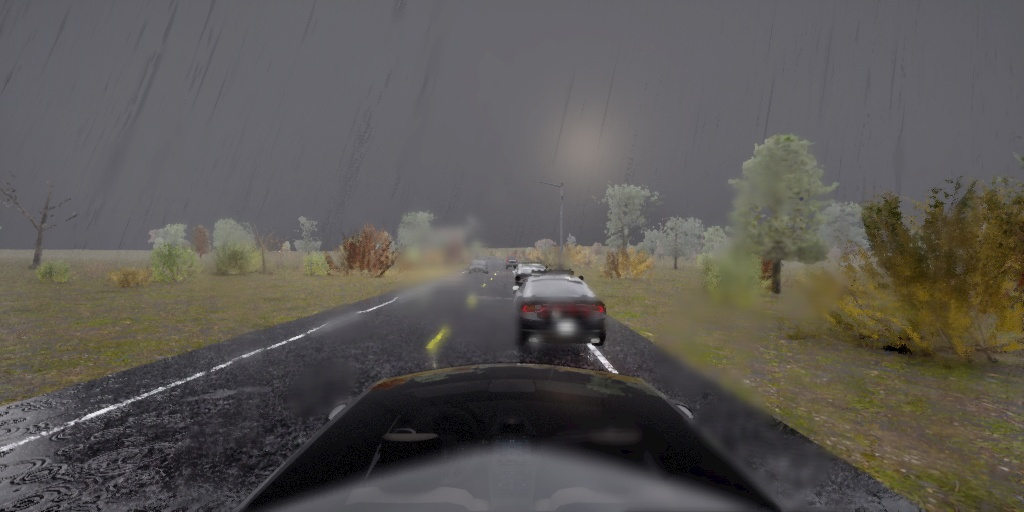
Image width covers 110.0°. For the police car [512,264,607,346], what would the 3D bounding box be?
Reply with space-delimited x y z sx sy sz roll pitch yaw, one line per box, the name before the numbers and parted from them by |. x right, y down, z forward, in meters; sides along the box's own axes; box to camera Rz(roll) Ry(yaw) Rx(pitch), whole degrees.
police car | 1.050 1.170 9.512 1.930 1.638 5.238 0 0 0

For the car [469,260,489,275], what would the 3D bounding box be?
car | -3.504 1.201 38.828 1.837 1.490 4.892 0 0 0

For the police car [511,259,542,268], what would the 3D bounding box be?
police car | 1.049 1.159 19.514 1.930 1.638 5.238 0 0 0

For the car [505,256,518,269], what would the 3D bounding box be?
car | 0.056 1.166 52.581 1.837 1.490 4.892 0 0 0
